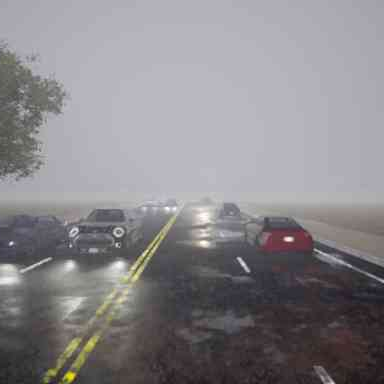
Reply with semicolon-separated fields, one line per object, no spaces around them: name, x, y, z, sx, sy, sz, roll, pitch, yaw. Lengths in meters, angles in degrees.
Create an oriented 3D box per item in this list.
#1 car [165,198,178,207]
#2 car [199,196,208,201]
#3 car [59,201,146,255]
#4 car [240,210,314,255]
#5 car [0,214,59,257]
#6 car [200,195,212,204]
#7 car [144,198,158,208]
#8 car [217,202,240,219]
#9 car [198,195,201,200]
car;-3.337;1.674;54.582;2.128;1.511;4.902;0;0;0
car;3.213;1.805;92.977;2.163;1.488;4.792;0;0;0
car;-3.355;1.401;13.540;2.097;1.767;4.553;0;0;0
car;3.345;1.612;13.496;1.994;1.385;4.181;0;0;0
car;-6.607;1.596;13.435;2.033;1.411;5.357;0;0;0
car;3.222;1.759;70.948;1.812;1.442;4.674;0;0;0
car;-6.587;1.704;53.327;1.812;1.442;4.674;0;0;0
car;3.325;1.631;30.359;1.812;1.442;4.674;0;0;0
car;3.217;1.699;81.948;2.033;1.649;4.856;0;0;0
